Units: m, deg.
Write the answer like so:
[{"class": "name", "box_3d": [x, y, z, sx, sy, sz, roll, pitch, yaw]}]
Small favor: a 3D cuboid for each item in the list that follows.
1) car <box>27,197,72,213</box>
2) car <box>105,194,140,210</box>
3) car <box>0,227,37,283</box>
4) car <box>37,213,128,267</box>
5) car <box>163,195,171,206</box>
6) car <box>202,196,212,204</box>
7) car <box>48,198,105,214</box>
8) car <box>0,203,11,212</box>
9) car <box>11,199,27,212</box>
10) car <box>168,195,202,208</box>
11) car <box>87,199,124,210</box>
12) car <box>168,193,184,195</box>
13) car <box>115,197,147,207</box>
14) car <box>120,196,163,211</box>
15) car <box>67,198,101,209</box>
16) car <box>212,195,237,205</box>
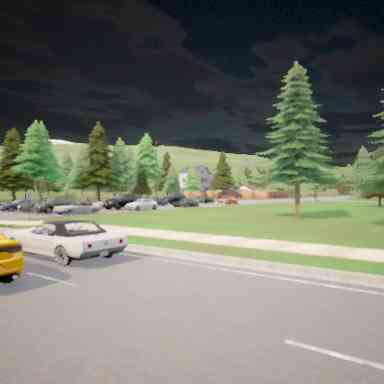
[{"class": "car", "box_3d": [-14.544, 1.379, 35.533, 2.097, 1.767, 4.553, 0, 0, 36]}, {"class": "car", "box_3d": [-8.892, 1.247, 43.261, 2.150, 2.045, 5.566, 0, 0, 36]}, {"class": "car", "box_3d": [-6.274, 1.486, 8.463, 5.008, 1.535, 1.882, 0, 0, 36]}, {"class": "car", "box_3d": [-4.499, 1.609, 11.498, 4.718, 1.301, 1.895, 0, 0, 35]}, {"class": "car", "box_3d": [-6.050, 1.575, 53.053, 2.033, 1.411, 5.357, 0, 0, 36]}, {"class": "car", "box_3d": [2.451, 1.516, 64.543, 2.128, 1.511, 4.902, 0, 0, 37]}, {"class": "car", "box_3d": [-11.568, 1.624, 33.670, 1.895, 1.301, 4.718, 0, 0, 36]}, {"class": "car", "box_3d": [-20.244, 1.558, 39.598, 1.812, 1.442, 4.674, 0, 0, 36]}, {"class": "car", "box_3d": [-17.227, 1.521, 37.794, 2.128, 1.511, 4.902, 0, 0, 36]}, {"class": "car", "box_3d": [-0.935, 1.585, 48.185, 1.994, 1.385, 4.181, 0, 0, 37]}, {"class": "car", "box_3d": [-11.753, 1.629, 45.275, 1.895, 1.301, 4.718, 0, 0, 36]}, {"class": "car", "box_3d": [-3.438, 1.251, 62.462, 2.150, 2.045, 5.566, 0, 0, 37]}, {"class": "car", "box_3d": [-9.812, 1.522, 53.838, 2.128, 1.511, 4.902, 0, 0, 36]}, {"class": "car", "box_3d": [-6.178, 1.548, 41.032, 1.812, 1.442, 4.674, 0, 0, 36]}, {"class": "car", "box_3d": [-15.078, 1.596, 46.655, 1.994, 1.385, 4.181, 0, 0, 36]}, {"class": "car", "box_3d": [5.995, 1.371, 57.615, 2.097, 1.767, 4.553, 0, 0, 37]}]
